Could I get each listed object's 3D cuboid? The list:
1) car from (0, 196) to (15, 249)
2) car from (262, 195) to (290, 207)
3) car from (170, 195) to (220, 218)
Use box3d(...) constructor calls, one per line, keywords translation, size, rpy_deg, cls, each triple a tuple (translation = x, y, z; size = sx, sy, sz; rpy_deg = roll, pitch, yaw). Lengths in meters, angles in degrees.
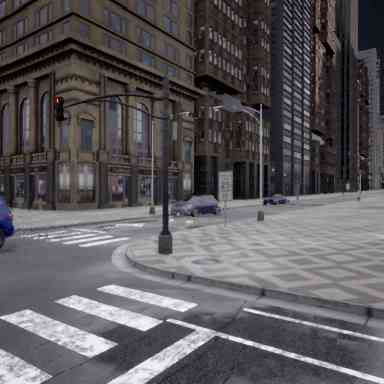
box3d(translation=(-8.495, 1.144, 10.707), size=(2.150, 2.045, 5.566), rpy_deg=(0, 0, 18), cls="car")
box3d(translation=(9.996, 1.053, 39.780), size=(1.895, 1.301, 4.718), rpy_deg=(0, 1, 36), cls="car")
box3d(translation=(0.274, 1.028, 26.167), size=(2.097, 1.767, 4.553), rpy_deg=(0, 1, 35), cls="car")
